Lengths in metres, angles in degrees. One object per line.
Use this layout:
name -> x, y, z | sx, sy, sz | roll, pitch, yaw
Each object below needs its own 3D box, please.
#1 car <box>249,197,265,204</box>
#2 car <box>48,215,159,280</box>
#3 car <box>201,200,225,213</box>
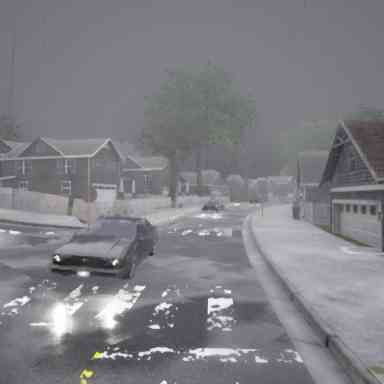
car -> 12.200, 1.640, 62.325 | 1.895, 1.301, 4.718 | 0, -1, 27
car -> -2.247, 1.465, 10.219 | 2.033, 1.411, 5.357 | 3, 1, 5
car -> 2.373, 1.552, 36.683 | 1.895, 1.301, 4.718 | 0, 0, 15
